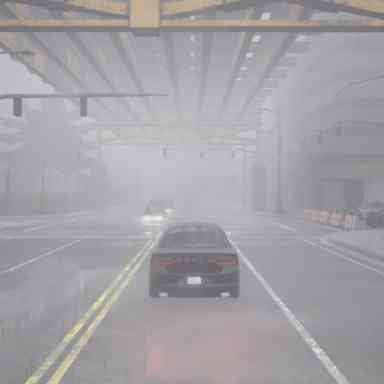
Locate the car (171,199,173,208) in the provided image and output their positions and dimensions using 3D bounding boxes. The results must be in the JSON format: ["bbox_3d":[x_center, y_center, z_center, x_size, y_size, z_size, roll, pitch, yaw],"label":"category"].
[{"bbox_3d":[-3.689,1.492,47.428,2.128,1.511,4.902,0,0,0],"label":"car"}]

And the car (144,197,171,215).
[{"bbox_3d":[-3.704,1.491,34.332,2.128,1.511,4.902,0,0,1],"label":"car"}]

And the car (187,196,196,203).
[{"bbox_3d":[-0.047,1.491,66.397,2.128,1.511,4.902,0,0,0],"label":"car"}]

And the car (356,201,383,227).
[{"bbox_3d":[13.217,1.453,20.894,4.974,1.542,2.038,0,0,-20],"label":"car"}]

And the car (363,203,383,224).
[{"bbox_3d":[13.265,1.295,20.912,4.536,1.218,1.853,0,0,-20],"label":"car"}]

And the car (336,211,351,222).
[{"bbox_3d":[13.534,1.453,25.053,4.974,1.542,2.038,0,0,25],"label":"car"}]

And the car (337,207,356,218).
[{"bbox_3d":[13.581,1.295,25.032,4.536,1.218,1.853,0,0,25],"label":"car"}]

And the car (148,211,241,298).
[{"bbox_3d":[0.054,1.478,8.590,1.882,1.535,5.008,0,0,0],"label":"car"}]
